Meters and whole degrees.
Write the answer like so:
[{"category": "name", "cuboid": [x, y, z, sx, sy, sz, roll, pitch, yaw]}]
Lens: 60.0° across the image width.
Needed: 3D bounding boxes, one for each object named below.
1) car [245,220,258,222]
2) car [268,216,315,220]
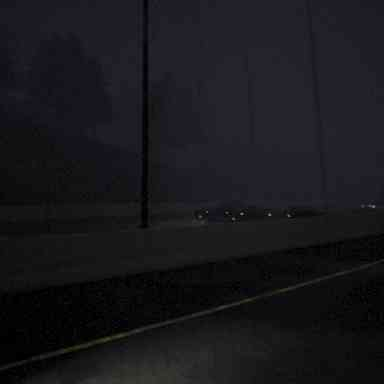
[{"category": "car", "cuboid": [4.715, 1.673, 26.026, 4.718, 1.301, 1.895, 0, 0, -42]}, {"category": "car", "cuboid": [7.427, 1.669, 23.757, 4.718, 1.301, 1.895, 0, 0, -42]}]
